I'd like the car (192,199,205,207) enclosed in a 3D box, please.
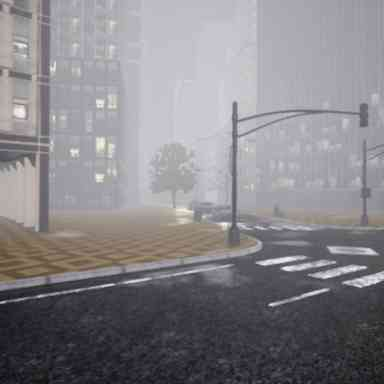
[{"bbox_3d":[1.336,2.303,70.429,2.128,1.511,4.902,0,-1,-7],"label":"car"}]

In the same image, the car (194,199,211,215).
[{"bbox_3d":[1.895,1.970,41.126,1.882,1.535,5.008,0,-1,-7],"label":"car"}]

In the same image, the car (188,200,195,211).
[{"bbox_3d":[0.642,1.968,51.145,2.097,1.767,4.553,0,-1,-7],"label":"car"}]

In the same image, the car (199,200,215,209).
[{"bbox_3d":[2.632,2.239,60.094,2.128,1.511,4.902,0,-1,-7],"label":"car"}]

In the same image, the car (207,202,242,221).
[{"bbox_3d":[3.130,1.920,31.207,2.033,1.411,5.357,0,-1,-7],"label":"car"}]
